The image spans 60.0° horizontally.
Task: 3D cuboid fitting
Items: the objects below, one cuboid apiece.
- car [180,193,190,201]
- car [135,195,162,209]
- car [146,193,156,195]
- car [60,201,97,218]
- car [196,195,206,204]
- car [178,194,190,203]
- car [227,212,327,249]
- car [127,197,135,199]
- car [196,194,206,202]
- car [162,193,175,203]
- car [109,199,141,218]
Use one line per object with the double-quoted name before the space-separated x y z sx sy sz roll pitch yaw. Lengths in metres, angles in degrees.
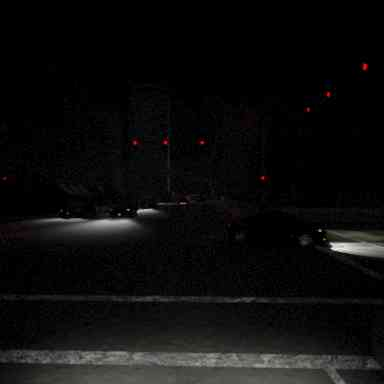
"car" -1.505 1.164 74.644 2.097 1.767 4.553 0 0 1
"car" -5.844 1.480 45.234 2.128 1.511 4.902 0 0 1
"car" -8.648 1.219 69.054 2.150 2.045 5.566 0 0 1
"car" -10.035 1.519 29.857 1.812 1.442 4.674 0 0 6
"car" 1.763 1.489 65.370 1.837 1.490 4.892 0 0 1
"car" -1.720 1.548 66.084 1.994 1.385 4.181 0 0 1
"car" 3.661 1.560 14.546 4.181 1.385 1.994 0 0 21
"car" -9.208 1.535 50.595 2.033 1.411 5.357 0 0 1
"car" 1.995 1.334 74.586 2.128 1.511 4.902 0 0 1
"car" -5.159 1.202 68.726 2.150 2.045 5.566 0 0 2
"car" -6.111 1.594 30.093 1.895 1.301 4.718 0 0 -1
